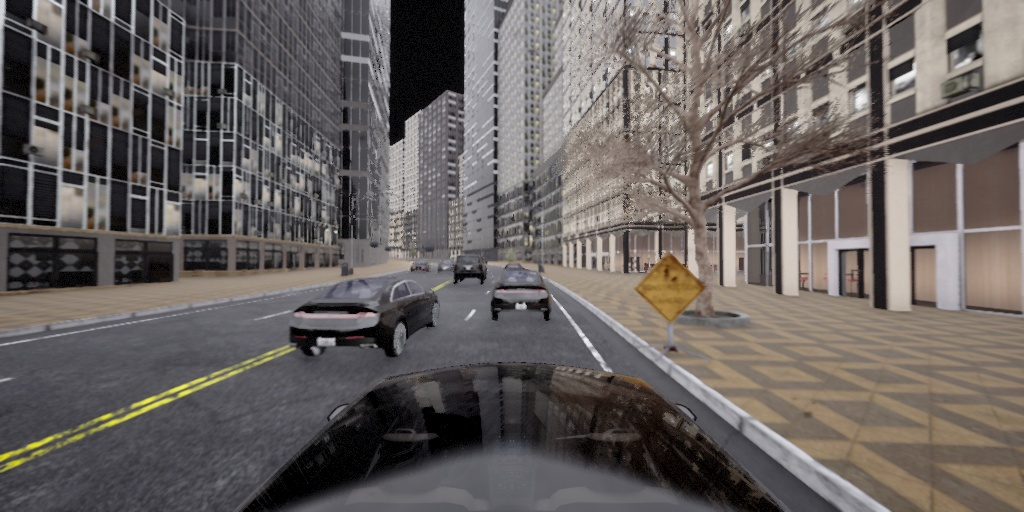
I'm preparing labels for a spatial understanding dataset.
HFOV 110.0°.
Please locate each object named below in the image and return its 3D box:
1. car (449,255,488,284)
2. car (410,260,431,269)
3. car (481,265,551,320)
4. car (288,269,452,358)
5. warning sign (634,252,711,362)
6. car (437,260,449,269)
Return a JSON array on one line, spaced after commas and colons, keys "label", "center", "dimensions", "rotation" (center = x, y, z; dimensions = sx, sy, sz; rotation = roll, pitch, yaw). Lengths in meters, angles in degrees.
[{"label": "car", "center": [-3.046, 0.930, 26.887], "dimensions": [2.150, 2.045, 5.566], "rotation": [0, 0, -2]}, {"label": "car", "center": [-10.874, 1.217, 42.783], "dimensions": [1.994, 1.385, 4.181], "rotation": [0, 0, -6]}, {"label": "car", "center": [0.303, 1.225, 12.566], "dimensions": [2.128, 1.511, 4.902], "rotation": [0, 0, 1]}, {"label": "car", "center": [-3.044, 1.225, 8.445], "dimensions": [2.128, 1.511, 4.902], "rotation": [0, 0, 2]}, {"label": "warning sign", "center": [2.907, 0.862, 6.572], "dimensions": [1.300, 1.860, 1.060], "rotation": [0, 0, 2]}, {"label": "car", "center": [-7.443, 1.163, 41.145], "dimensions": [2.128, 1.511, 4.902], "rotation": [0, 0, -5]}]
